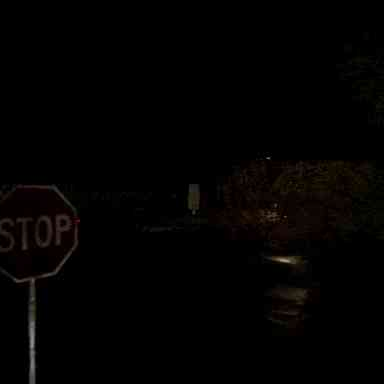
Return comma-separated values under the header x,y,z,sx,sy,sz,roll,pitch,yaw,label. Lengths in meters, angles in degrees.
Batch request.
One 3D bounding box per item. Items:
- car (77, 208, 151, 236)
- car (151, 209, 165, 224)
x,y,z,sx,sy,sz,roll,pitch,yaw,label
-5.135,1.797,20.583,1.837,1.490,4.892,-1,-1,40,car
-4.490,1.976,27.036,1.895,1.301,4.718,-1,-1,41,car
